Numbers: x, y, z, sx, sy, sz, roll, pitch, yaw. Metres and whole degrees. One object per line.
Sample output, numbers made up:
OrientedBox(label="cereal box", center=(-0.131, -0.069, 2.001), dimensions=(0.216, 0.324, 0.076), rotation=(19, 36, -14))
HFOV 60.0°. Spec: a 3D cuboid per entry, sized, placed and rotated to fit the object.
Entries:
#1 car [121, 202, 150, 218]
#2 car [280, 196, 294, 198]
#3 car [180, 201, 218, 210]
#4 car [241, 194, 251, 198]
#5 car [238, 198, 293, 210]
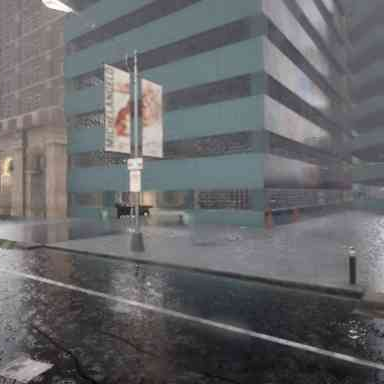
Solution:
OrientedBox(label="car", center=(-6.215, 1.668, 32.030), dimensions=(4.786, 1.482, 2.161), rotation=(-1, 0, 35))
OrientedBox(label="car", center=(24.944, 1.824, 89.618), dimensions=(4.892, 1.521, 2.231), rotation=(-1, 0, 35))
OrientedBox(label="car", center=(0.848, 1.713, 41.242), dimensions=(4.718, 1.301, 1.895), rotation=(-1, 0, 35))
OrientedBox(label="car", center=(10.889, 1.289, 56.801), dimensions=(5.566, 2.045, 2.435), rotation=(-1, 0, 35))
OrientedBox(label="car", center=(6.110, 1.443, 28.317), dimensions=(4.674, 1.452, 2.002), rotation=(-1, 0, 35))
